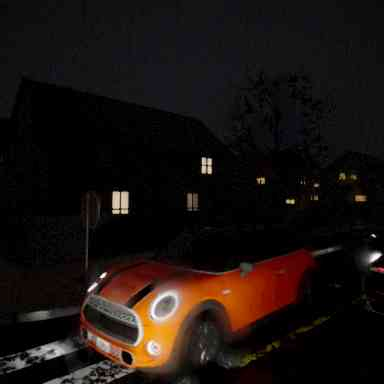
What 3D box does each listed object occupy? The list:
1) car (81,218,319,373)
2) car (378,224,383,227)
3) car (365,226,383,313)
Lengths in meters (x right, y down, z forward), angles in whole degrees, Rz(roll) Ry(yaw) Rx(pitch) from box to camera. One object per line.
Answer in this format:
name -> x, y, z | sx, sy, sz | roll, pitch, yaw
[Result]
car -> 0.414, 1.411, 5.932 | 2.097, 1.767, 4.553 | -1, -1, 44
car -> 9.853, 1.734, 15.001 | 5.357, 1.411, 2.033 | 1, -1, -43
car -> 5.234, 1.567, 6.822 | 4.902, 1.511, 2.128 | 1, -1, -43
